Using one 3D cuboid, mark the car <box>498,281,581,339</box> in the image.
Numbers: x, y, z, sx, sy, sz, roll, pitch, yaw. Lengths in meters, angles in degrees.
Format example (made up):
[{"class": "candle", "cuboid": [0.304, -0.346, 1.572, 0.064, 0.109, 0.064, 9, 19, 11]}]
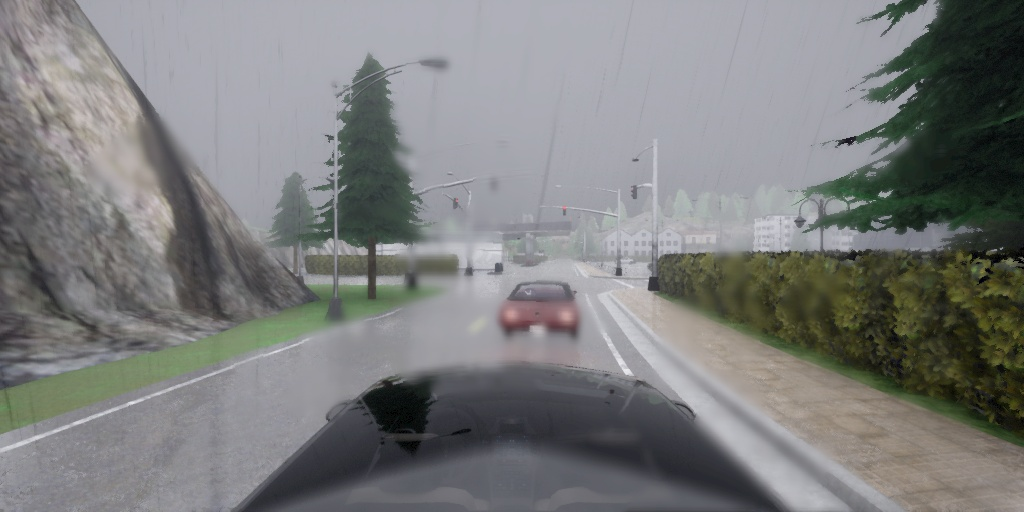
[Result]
[{"class": "car", "cuboid": [0.918, 1.351, 10.149, 1.895, 1.301, 4.718, 0, 0, 8]}]
